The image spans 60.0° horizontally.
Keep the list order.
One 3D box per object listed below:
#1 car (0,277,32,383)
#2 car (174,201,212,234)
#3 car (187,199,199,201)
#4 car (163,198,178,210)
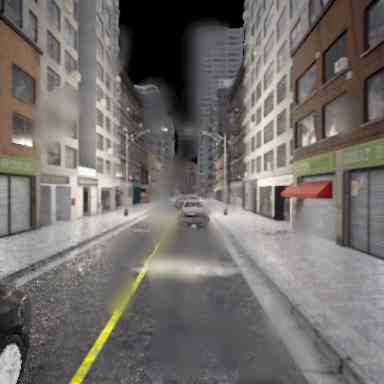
[{"bbox_3d":[-2.848,1.506,2.133,1.837,1.490,4.892,0,0,0],"label":"car"},{"bbox_3d":[0.100,1.520,19.546,1.837,1.490,4.892,0,0,0],"label":"car"},{"bbox_3d":[0.113,1.546,39.159,1.837,1.490,4.892,0,0,0],"label":"car"},{"bbox_3d":[-2.811,1.577,44.926,1.812,1.442,4.674,0,0,0],"label":"car"}]
